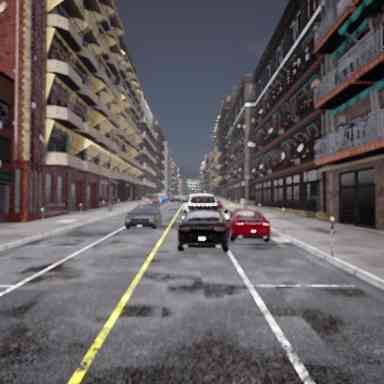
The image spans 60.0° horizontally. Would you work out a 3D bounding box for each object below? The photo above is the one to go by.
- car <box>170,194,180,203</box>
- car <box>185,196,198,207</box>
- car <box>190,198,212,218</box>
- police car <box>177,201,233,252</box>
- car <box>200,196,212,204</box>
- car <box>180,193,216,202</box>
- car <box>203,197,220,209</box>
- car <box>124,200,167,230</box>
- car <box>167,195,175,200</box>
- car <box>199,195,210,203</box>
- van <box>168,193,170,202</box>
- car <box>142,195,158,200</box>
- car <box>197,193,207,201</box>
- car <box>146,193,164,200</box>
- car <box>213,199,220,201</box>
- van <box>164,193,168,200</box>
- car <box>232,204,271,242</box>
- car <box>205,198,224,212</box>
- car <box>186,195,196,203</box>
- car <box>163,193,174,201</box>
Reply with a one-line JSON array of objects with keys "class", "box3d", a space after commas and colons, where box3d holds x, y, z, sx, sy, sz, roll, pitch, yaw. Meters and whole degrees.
[{"class": "car", "box3d": [-2.906, 1.444, 61.540, 1.895, 1.301, 4.718, 0, 0, 1]}, {"class": "car", "box3d": [-0.100, 1.363, 50.247, 1.837, 1.490, 4.892, 0, 0, 0]}, {"class": "car", "box3d": [0.766, 1.356, 29.899, 1.801, 1.575, 5.366, 0, 0, 0]}, {"class": "police car", "box3d": [0.546, 1.373, 13.889, 1.930, 1.638, 5.238, 0, 0, 5]}, {"class": "car", "box3d": [2.464, 1.389, 60.286, 1.887, 1.381, 4.507, 1, 0, 0]}, {"class": "car", "box3d": [0.525, 1.140, 23.676, 2.150, 2.045, 5.566, 0, 0, -4]}, {"class": "car", "box3d": [2.497, 1.420, 43.694, 2.008, 1.369, 4.403, 1, 0, 0]}, {"class": "car", "box3d": [-2.890, 1.472, 20.912, 2.033, 1.411, 5.357, 0, 0, 0]}, {"class": "car", "box3d": [-5.473, 1.402, 87.985, 1.947, 1.339, 4.313, 1, 0, 0]}, {"class": "car", "box3d": [2.453, 1.385, 65.816, 1.887, 1.381, 4.507, 1, 0, 0]}, {"class": "van", "box3d": [-5.412, 1.186, 60.332, 1.690, 1.788, 3.998, 1, 0, 0]}, {"class": "car", "box3d": [-5.371, 1.407, 38.040, 1.752, 1.417, 4.829, 2, 0, 0]}, {"class": "car", "box3d": [2.390, 1.149, 82.409, 2.192, 1.841, 5.009, 1, 0, 0]}, {"class": "car", "box3d": [-5.377, 1.185, 43.741, 2.192, 1.841, 5.009, 2, 0, 0]}, {"class": "car", "box3d": [2.542, 1.447, 21.742, 1.752, 1.417, 4.829, 1, 0, 0]}, {"class": "van", "box3d": [-5.400, 1.192, 54.800, 1.690, 1.788, 3.998, 2, 0, 0]}, {"class": "car", "box3d": [2.553, 1.485, 16.040, 1.887, 1.381, 4.507, 1, 0, 0]}, {"class": "car", "box3d": [2.508, 1.426, 38.162, 1.887, 1.381, 4.507, 1, 0, 0]}, {"class": "car", "box3d": [-0.130, 1.319, 65.252, 1.882, 1.535, 5.008, 0, 0, 0]}, {"class": "car", "box3d": [-5.444, 1.151, 76.922, 2.192, 1.841, 5.009, 1, 0, 0]}]
